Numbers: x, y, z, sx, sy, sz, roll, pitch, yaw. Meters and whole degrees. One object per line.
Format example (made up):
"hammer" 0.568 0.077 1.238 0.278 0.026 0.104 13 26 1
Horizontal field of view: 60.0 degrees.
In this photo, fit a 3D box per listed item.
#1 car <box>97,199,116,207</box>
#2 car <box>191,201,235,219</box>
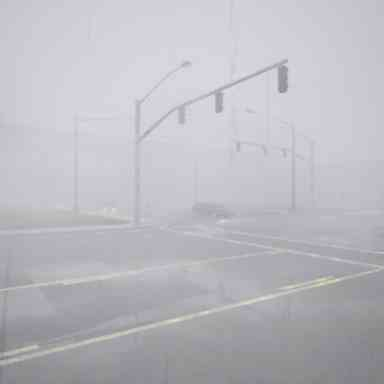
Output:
"car" -13.413 1.697 51.973 1.895 1.301 4.718 0 0 -29
"car" 1.831 1.654 30.373 1.837 1.490 4.892 0 2 -35
